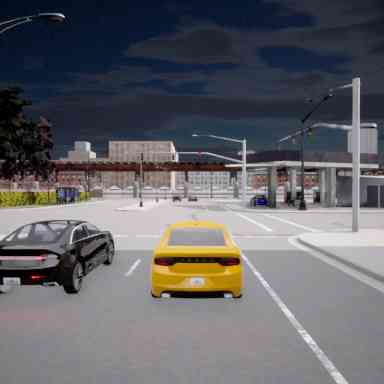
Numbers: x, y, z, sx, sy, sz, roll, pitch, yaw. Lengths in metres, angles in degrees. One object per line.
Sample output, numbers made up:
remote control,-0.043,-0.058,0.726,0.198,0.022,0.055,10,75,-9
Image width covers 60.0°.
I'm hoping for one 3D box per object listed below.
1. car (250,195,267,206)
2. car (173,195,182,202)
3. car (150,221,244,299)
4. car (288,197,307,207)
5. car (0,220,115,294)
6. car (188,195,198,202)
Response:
car,9.856,1.253,48.780,2.242,1.667,4.611,0,0,1
car,-3.282,1.386,73.494,1.837,1.490,4.892,0,0,0
car,0.107,1.468,8.516,1.882,1.535,5.008,0,0,0
car,15.603,1.426,49.526,1.970,1.475,3.806,0,0,1
car,-3.392,1.474,8.735,2.128,1.511,4.902,0,0,0
car,0.218,1.446,73.484,1.994,1.385,4.181,0,0,0
